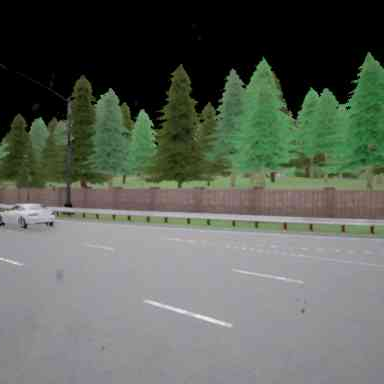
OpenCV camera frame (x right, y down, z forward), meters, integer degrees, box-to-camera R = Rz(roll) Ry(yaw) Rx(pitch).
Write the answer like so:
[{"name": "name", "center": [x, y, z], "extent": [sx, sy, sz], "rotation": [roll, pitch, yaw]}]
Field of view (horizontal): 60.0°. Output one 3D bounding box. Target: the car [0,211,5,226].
[{"name": "car", "center": [-12.137, 1.458, 17.813], "extent": [4.181, 1.385, 1.994], "rotation": [1, 0, 38]}]

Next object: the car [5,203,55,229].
[{"name": "car", "center": [-10.379, 1.436, 20.861], "extent": [4.674, 1.442, 1.812], "rotation": [1, 0, 38]}]
